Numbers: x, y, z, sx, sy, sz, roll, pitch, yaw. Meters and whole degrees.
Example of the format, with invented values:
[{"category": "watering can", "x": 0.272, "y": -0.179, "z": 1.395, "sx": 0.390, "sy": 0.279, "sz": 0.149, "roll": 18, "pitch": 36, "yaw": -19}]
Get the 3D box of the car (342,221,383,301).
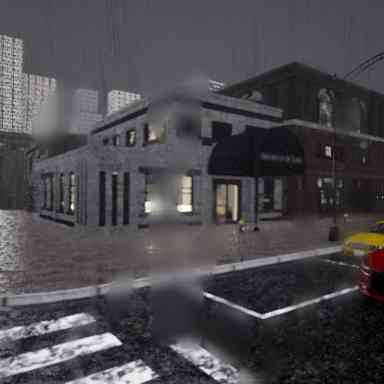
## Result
[{"category": "car", "x": 5.678, "y": 1.507, "z": 7.430, "sx": 5.008, "sy": 1.535, "sz": 1.882, "roll": 0, "pitch": 0, "yaw": -35}]
